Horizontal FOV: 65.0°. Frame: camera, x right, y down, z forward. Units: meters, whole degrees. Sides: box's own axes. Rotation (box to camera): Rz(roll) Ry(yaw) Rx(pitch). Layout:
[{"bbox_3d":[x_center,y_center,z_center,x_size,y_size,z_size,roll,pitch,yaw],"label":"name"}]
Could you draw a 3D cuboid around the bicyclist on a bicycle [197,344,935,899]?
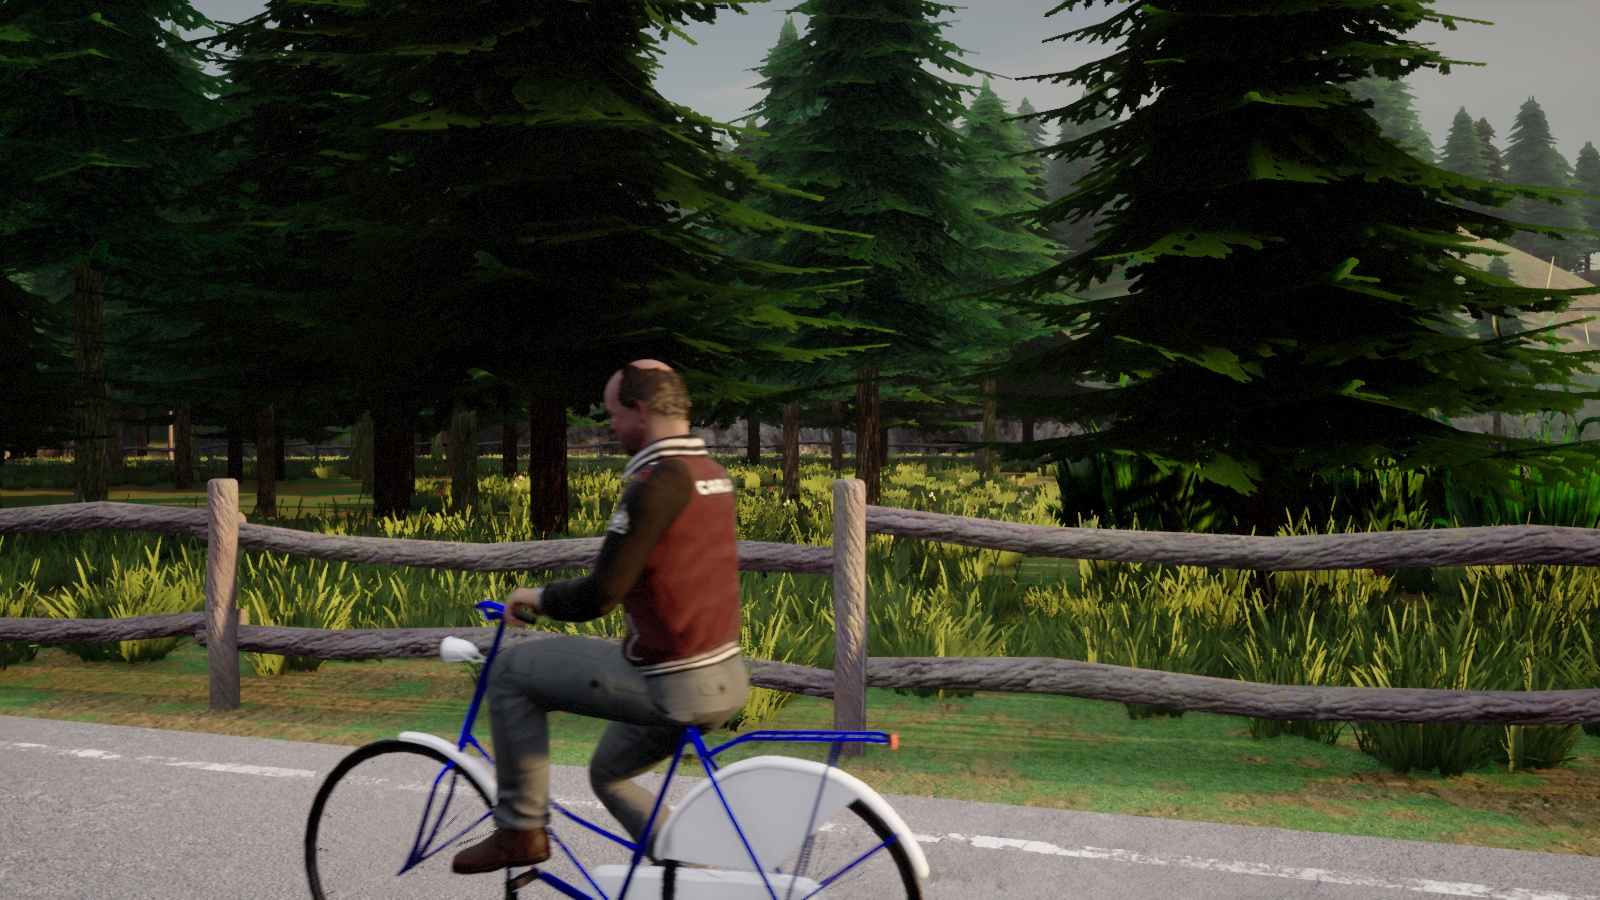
[{"bbox_3d":[-0.622,0.641,3.362,1.843,1.776,0.659,1,1,18],"label":"bicyclist on a bicycle"}]
